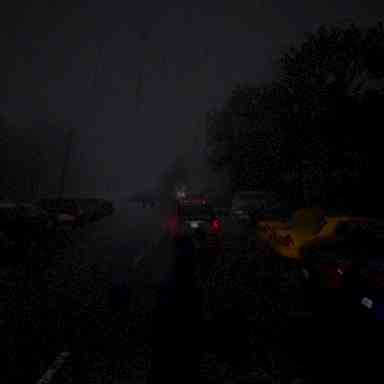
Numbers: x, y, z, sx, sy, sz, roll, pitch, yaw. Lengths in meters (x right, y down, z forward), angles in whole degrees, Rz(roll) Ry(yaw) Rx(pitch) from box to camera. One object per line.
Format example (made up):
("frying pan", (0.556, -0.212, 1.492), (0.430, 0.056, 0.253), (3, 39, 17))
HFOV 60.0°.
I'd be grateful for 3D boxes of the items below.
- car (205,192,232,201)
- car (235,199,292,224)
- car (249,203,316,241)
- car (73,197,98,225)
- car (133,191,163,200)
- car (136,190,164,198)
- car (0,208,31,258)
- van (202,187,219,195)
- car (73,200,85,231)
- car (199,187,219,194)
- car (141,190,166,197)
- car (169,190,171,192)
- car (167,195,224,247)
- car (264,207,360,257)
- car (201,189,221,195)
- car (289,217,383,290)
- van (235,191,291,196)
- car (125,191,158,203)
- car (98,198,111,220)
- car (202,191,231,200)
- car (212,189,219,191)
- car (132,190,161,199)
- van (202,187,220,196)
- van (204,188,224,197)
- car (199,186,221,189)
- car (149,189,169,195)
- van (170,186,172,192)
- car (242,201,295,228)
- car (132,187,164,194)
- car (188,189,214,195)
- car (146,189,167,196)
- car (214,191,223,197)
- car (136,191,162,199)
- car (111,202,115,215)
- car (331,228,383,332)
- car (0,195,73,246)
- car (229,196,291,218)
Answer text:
("car", (4.726, 0.800, 59.563), (4.674, 1.452, 2.002), (0, 2, 0))
("car", (5.037, 1.292, 18.822), (4.674, 1.452, 2.002), (0, 1, 0))
("car", (5.221, 1.367, 13.118), (5.366, 1.575, 1.946), (0, 1, 0))
("car", (-8.015, 1.131, 18.620), (4.553, 1.767, 2.185), (0, 1, 0))
("car", (-8.169, 0.666, 62.334), (5.366, 1.575, 1.946), (0, 2, 0))
("car", (-8.546, 0.486, 67.883), (5.366, 1.575, 1.946), (0, 2, 0))
("car", (-8.050, 1.415, 10.262), (4.892, 1.521, 2.231), (0, 1, 0))
("van", (4.814, -0.278, 87.235), (4.442, 1.987, 1.878), (0, 1, 0))
("car", (-8.050, 1.318, 15.844), (5.008, 1.535, 2.097), (0, 1, 0))
("car", (4.663, -0.435, 92.773), (5.566, 2.045, 2.435), (0, 1, 0))
("car", (-8.552, 0.305, 73.554), (5.366, 1.575, 1.946), (0, 2, 0))
("car", (-8.184, 0.225, 76.206), (5.366, 1.575, 1.946), (0, 2, 0))
("car", (0.095, 1.216, 14.472), (2.097, 1.767, 4.553), (0, 1, 0))
("car", (5.222, 1.410, 10.323), (5.366, 1.575, 1.946), (0, 1, 0))
("car", (4.706, 0.013, 84.472), (5.008, 1.535, 2.097), (0, 1, 0))
("car", (5.008, 1.474, 7.668), (4.792, 1.488, 2.163), (0, 1, 0))
("van", (4.906, 0.893, 24.273), (4.442, 1.987, 1.878), (-1, 1, 0))
("car", (-8.374, 0.968, 54.011), (4.792, 1.488, 2.163), (0, 2, 0))
("car", (-8.017, 1.217, 21.409), (4.792, 1.488, 2.163), (0, 1, 0))
("car", (4.540, 0.668, 62.330), (5.366, 1.575, 1.946), (0, 2, 0))
("car", (4.766, 0.810, 54.145), (4.553, 1.767, 2.185), (0, 2, 0))
("car", (-8.343, 0.849, 56.785), (5.008, 1.535, 2.097), (0, 2, 0))
("van", (4.596, -0.144, 81.681), (4.442, 1.987, 1.878), (0, 1, 0))
("van", (4.830, 0.085, 73.521), (4.442, 1.987, 1.878), (0, 2, 0))
("car", (4.748, 0.240, 67.859), (5.566, 2.045, 2.435), (0, 2, 0))
("car", (-8.350, 0.040, 84.523), (4.792, 1.488, 2.163), (0, 1, 0))
("van", (-8.265, -0.281, 87.293), (4.442, 1.987, 1.878), (0, 1, 0))
("car", (5.064, 1.347, 15.911), (4.792, 1.488, 2.163), (0, 1, 0))
("car", (-8.322, 0.508, 59.551), (5.566, 2.045, 2.435), (0, 2, 0))
("car", (0.503, 0.886, 29.548), (2.097, 1.767, 4.553), (-1, 1, 7))
("car", (-8.379, 0.151, 78.972), (4.892, 1.521, 2.231), (0, 2, 0))
("car", (4.733, 1.025, 51.379), (5.008, 1.535, 2.097), (0, 2, 0))
("car", (-8.351, 0.580, 65.109), (4.892, 1.521, 2.231), (0, 2, 0))
("car", (-8.077, 1.147, 24.192), (4.792, 1.488, 2.163), (0, 1, 0))
("car", (5.033, 1.465, 4.876), (5.008, 1.535, 2.097), (0, 0, 0))
("car", (-8.016, 1.119, 13.047), (5.566, 2.045, 2.435), (0, 1, 0))
("car", (5.036, 1.223, 21.607), (4.674, 1.452, 2.002), (0, 1, 0))
